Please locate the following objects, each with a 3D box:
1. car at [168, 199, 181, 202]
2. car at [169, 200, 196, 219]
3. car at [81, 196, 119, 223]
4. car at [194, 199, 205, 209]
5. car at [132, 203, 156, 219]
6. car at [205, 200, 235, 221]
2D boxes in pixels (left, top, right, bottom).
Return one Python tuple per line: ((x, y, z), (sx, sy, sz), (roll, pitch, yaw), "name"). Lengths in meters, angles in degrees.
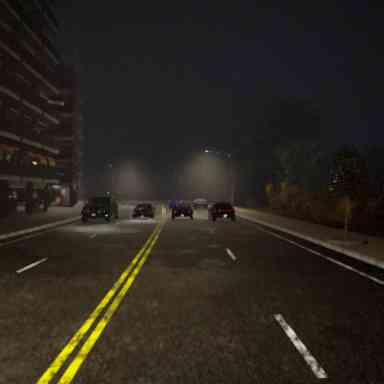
((-2.346, 1.684, 47.619), (1.882, 1.535, 5.008), (0, 0, -6), "car")
((-0.971, 1.740, 30.971), (1.895, 1.301, 4.718), (0, 0, -4), "car")
((-7.424, 1.354, 27.370), (2.150, 2.045, 5.566), (0, -1, -3), "car")
((1.081, 1.687, 45.991), (2.128, 1.511, 4.902), (0, 0, -5), "car")
((-4.350, 1.690, 30.794), (2.033, 1.411, 5.357), (0, 0, -3), "car")
((2.447, 1.628, 28.323), (1.837, 1.490, 4.892), (0, -1, -3), "car")
